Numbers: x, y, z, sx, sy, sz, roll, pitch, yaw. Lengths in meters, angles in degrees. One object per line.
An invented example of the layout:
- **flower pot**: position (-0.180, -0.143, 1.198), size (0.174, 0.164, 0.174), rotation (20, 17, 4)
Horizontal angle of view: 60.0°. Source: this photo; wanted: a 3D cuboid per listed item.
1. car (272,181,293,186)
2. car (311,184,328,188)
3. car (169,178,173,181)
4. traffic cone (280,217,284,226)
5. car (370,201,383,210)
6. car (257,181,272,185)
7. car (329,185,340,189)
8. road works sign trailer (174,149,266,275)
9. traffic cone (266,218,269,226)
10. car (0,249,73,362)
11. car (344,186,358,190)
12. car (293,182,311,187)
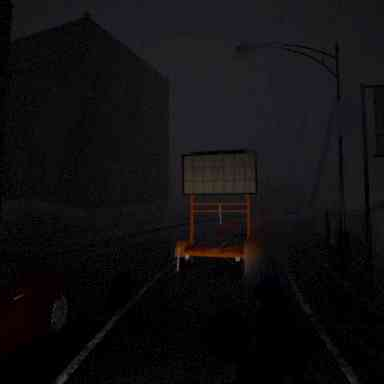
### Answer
- **car**: position (19.361, -1.551, 74.321), size (5.008, 1.535, 2.097), rotation (2, -5, -25)
- **car**: position (29.397, -1.110, 79.389), size (4.792, 1.488, 2.163), rotation (2, -5, -27)
- **car**: position (-5.944, -2.458, 63.455), size (4.553, 1.767, 2.185), rotation (1, -5, -23)
- **traffic cone**: position (6.120, 2.032, 22.700), size (0.340, 0.580, 0.340), rotation (-2, -1, 17)
- **car**: position (30.887, 2.128, 53.840), size (4.902, 1.511, 2.128), rotation (0, -4, -27)
- **car**: position (14.332, -1.700, 71.983), size (4.674, 1.452, 2.002), rotation (2, -5, -24)
- **car**: position (34.241, -0.886, 82.025), size (4.674, 1.452, 2.002), rotation (3, -5, -29)
- **road works sign trailer**: position (0.921, 0.487, 10.660), size (2.380, 3.560, 2.880), rotation (-1, 0, 17)
- **traffic cone**: position (5.168, 2.063, 22.988), size (0.340, 0.580, 0.340), rotation (-2, -1, 16)
- **car**: position (-3.154, 1.550, 4.163), size (1.812, 1.442, 4.674), rotation (0, 0, 6)
- **car**: position (38.943, -0.704, 84.720), size (4.892, 1.521, 2.231), rotation (3, -5, -30)
- **car**: position (24.318, -1.479, 76.762), size (4.553, 1.767, 2.185), rotation (2, -5, -26)
